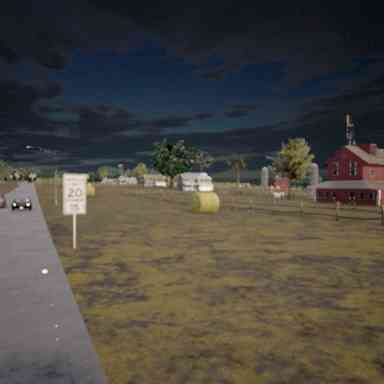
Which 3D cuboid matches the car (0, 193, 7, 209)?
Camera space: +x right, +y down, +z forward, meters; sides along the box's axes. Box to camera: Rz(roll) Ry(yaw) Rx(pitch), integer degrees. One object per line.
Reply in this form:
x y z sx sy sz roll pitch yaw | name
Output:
-21.973 0.932 37.107 2.097 1.767 4.553 0 1 -25 | car

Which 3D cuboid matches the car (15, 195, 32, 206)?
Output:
-22.230 1.064 44.037 1.895 1.301 4.718 0 1 -26 | car

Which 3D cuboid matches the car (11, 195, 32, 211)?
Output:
-17.881 1.255 35.064 1.895 1.301 4.718 0 1 -25 | car
